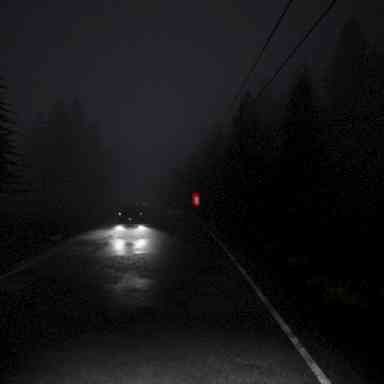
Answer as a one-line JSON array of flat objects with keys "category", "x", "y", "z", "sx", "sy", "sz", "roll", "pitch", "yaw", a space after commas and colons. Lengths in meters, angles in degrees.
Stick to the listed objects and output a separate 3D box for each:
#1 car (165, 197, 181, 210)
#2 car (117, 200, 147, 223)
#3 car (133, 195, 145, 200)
[{"category": "car", "x": -2.384, "y": 1.399, "z": 42.194, "sx": 2.128, "sy": 1.511, "sz": 4.902, "roll": 0, "pitch": 0, "yaw": -5}, {"category": "car", "x": -4.390, "y": 1.549, "z": 24.905, "sx": 1.895, "sy": 1.301, "sz": 4.718, "roll": 0, "pitch": 0, "yaw": -4}, {"category": "car", "x": -10.602, "y": 1.384, "z": 66.195, "sx": 1.812, "sy": 1.442, "sz": 4.674, "roll": 0, "pitch": 0, "yaw": -17}]
